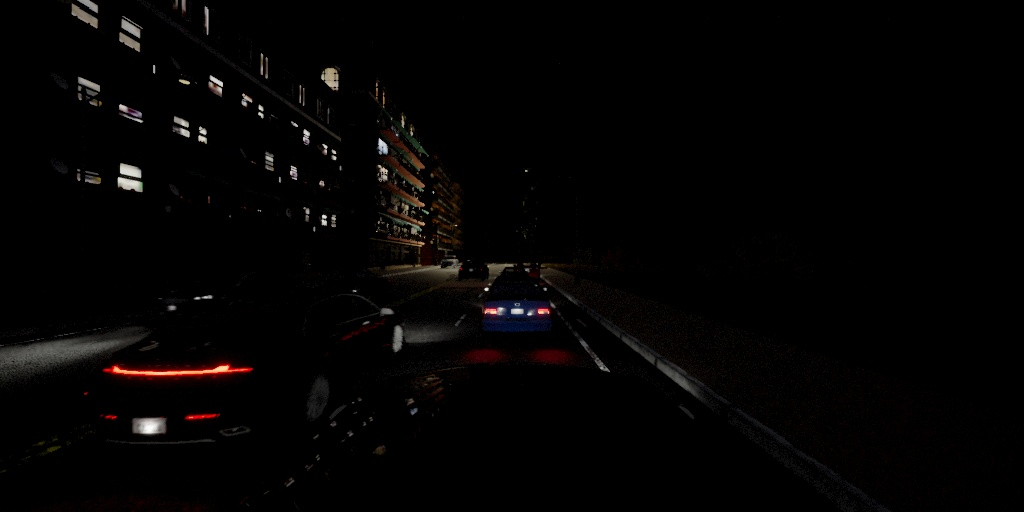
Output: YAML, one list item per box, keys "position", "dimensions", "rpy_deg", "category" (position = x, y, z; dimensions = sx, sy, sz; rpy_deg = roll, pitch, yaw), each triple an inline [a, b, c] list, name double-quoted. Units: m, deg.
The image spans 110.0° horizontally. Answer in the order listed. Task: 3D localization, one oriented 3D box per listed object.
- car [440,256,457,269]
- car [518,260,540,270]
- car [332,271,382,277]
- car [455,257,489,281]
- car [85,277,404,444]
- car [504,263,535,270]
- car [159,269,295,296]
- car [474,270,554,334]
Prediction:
- position: [-9.739, 0.973, 56.016]
  dimensions: [2.150, 2.045, 5.566]
  rpy_deg: [0, 0, 0]
  category: "car"
- position: [1.188, 1.105, 29.880]
  dimensions: [2.097, 1.767, 4.553]
  rpy_deg: [0, 0, 0]
  category: "car"
- position: [-6.578, 1.316, 15.117]
  dimensions: [1.994, 1.385, 4.181]
  rpy_deg: [0, 0, 0]
  category: "car"
- position: [-3.097, 1.105, 29.701]
  dimensions: [2.097, 1.767, 4.553]
  rpy_deg: [0, 0, 1]
  category: "car"
- position: [-3.146, 1.253, 5.539]
  dimensions: [1.837, 1.490, 4.892]
  rpy_deg: [0, -1, 0]
  category: "car"
- position: [0.128, 1.317, 20.946]
  dimensions: [1.994, 1.385, 4.181]
  rpy_deg: [0, 0, 1]
  category: "car"
- position: [-9.831, 1.243, 12.825]
  dimensions: [2.128, 1.511, 4.902]
  rpy_deg: [0, 0, 0]
  category: "car"
- position: [0.117, 1.299, 10.613]
  dimensions: [2.033, 1.411, 5.357]
  rpy_deg: [0, 0, 0]
  category: "car"
